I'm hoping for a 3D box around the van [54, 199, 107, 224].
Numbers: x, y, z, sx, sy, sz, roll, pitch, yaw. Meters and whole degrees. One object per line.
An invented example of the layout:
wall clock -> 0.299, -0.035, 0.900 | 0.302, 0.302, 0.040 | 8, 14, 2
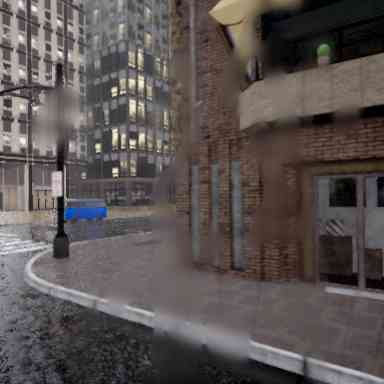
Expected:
van -> -8.354, 1.431, 25.165 | 1.690, 1.788, 3.998 | -1, -1, 36
